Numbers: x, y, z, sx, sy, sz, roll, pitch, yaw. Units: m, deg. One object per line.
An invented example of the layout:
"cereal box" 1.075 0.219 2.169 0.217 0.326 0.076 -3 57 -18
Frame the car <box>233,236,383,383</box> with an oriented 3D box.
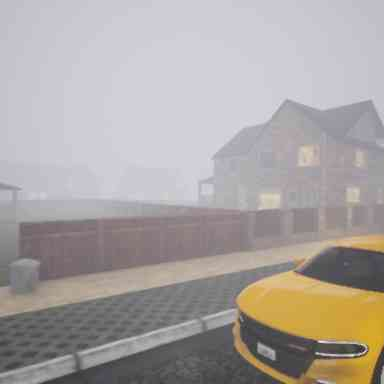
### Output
"car" 2.839 1.468 5.105 5.008 1.535 1.882 0 0 -36
